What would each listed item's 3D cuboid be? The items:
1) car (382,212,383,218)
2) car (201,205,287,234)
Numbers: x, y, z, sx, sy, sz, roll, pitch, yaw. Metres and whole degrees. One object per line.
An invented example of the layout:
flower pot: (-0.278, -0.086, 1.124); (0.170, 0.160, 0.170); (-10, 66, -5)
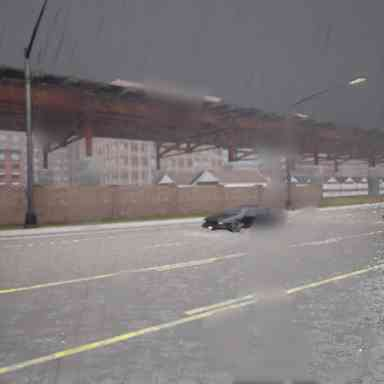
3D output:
car: (15.732, 1.268, 23.708); (5.357, 1.411, 2.033); (-1, 1, -35)
car: (3.141, 1.469, 19.083); (5.357, 1.411, 2.033); (-1, 0, -35)
